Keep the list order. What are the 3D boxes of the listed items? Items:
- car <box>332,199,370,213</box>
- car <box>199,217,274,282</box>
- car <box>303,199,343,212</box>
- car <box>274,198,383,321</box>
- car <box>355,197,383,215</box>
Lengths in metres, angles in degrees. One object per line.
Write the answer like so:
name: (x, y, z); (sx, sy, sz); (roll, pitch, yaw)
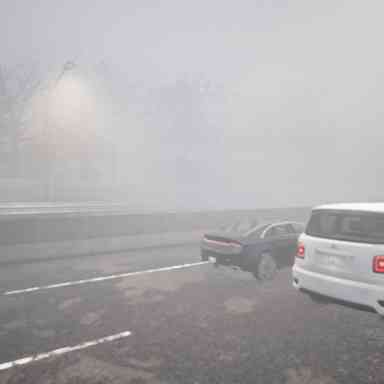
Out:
car: (18.460, 1.561, 38.622); (4.892, 1.490, 1.837); (0, 0, -35)
car: (2.487, 1.498, 9.817); (4.902, 1.511, 2.128); (0, 0, -35)
car: (16.377, 1.604, 41.437); (5.357, 1.411, 2.033); (0, 0, -35)
car: (4.476, 1.228, 6.942); (5.566, 2.045, 2.150); (0, 0, -35)
car: (19.407, 1.404, 35.006); (4.553, 1.767, 2.097); (0, 0, -35)
